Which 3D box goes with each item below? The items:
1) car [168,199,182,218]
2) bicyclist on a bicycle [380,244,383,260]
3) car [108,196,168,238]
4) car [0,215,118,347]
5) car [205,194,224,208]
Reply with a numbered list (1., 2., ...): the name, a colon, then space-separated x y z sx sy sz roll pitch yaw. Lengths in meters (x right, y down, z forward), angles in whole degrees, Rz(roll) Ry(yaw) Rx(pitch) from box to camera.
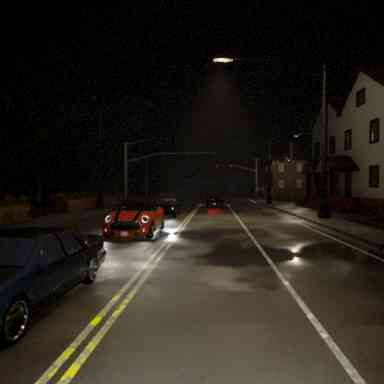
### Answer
1. car: -1.945 1.201 25.719 1.895 1.301 4.718 0 1 4
2. bicyclist on a bicycle: 6.261 1.229 9.712 1.656 1.620 0.582 -9 0 4
3. car: -2.623 1.102 15.879 2.097 1.767 4.553 0 1 4
4. car: -3.265 1.440 6.450 2.033 1.411 5.357 0 1 4
5. car: 2.481 0.950 36.432 1.837 1.490 4.892 0 1 4
